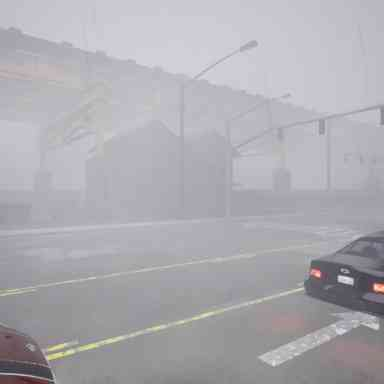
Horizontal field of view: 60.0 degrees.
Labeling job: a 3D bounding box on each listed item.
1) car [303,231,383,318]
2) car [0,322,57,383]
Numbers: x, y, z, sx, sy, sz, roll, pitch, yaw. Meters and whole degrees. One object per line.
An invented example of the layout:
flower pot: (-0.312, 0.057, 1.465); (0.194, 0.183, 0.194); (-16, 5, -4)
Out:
car: (4.671, 1.547, 7.115); (5.357, 1.411, 2.033); (0, 0, -35)
car: (-3.011, 1.352, 1.600); (4.553, 1.767, 2.097); (0, 0, -36)
